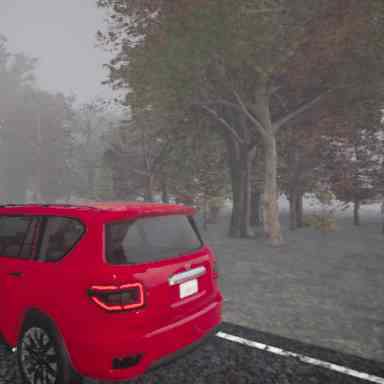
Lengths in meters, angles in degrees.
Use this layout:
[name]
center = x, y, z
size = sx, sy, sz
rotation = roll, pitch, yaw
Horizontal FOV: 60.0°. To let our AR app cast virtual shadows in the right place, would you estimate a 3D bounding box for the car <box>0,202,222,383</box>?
[car]
center = -2.215, 1.188, 5.163
size = 5.566, 2.045, 2.150
rotation = -1, -1, 36
